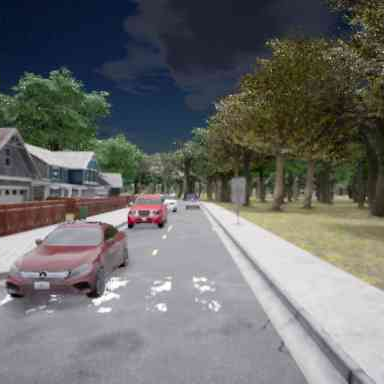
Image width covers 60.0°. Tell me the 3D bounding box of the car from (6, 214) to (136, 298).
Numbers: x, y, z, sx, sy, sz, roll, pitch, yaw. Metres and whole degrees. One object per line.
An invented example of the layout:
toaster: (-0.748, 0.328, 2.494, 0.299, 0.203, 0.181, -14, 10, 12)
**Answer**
car: (-2.852, 1.524, 8.653, 1.812, 1.442, 4.674, 0, 0, 0)

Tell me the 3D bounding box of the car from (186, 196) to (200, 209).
car: (0.098, 1.641, 46.129, 1.895, 1.301, 4.718, 0, 0, 0)

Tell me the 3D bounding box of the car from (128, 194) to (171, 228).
car: (-2.840, 1.225, 22.393, 2.150, 2.045, 5.566, 0, 0, 0)

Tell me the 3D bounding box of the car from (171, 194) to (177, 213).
car: (-2.841, 1.250, 37.892, 2.150, 2.045, 5.566, 0, 0, 0)

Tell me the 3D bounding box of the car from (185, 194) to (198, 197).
car: (0.016, 1.283, 58.448, 2.150, 2.045, 5.566, 0, 0, -2)
